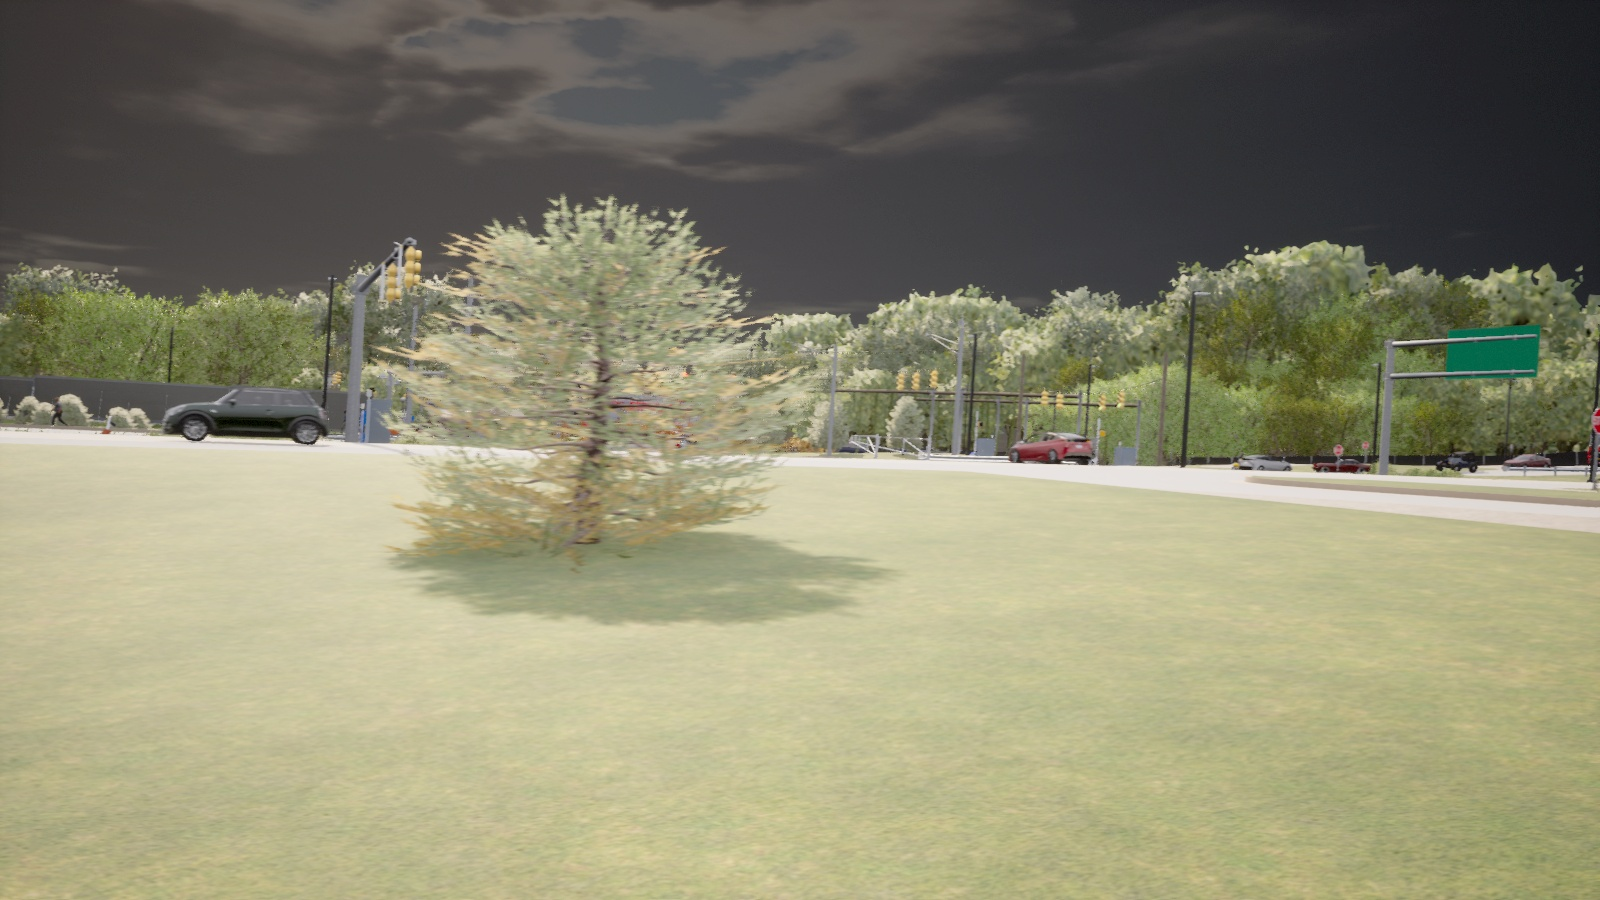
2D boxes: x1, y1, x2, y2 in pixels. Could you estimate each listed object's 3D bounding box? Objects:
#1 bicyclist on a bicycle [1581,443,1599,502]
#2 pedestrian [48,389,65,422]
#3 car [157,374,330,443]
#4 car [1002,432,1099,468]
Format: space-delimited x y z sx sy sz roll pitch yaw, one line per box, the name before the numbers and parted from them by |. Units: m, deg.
bicyclist on a bicycle | 22.505 0.651 34.457 0.866 1.612 1.509 3 0 -26
pedestrian | -43.590 -2.605 73.630 0.694 1.848 0.540 4 0 -26
car | -16.632 -1.221 37.631 4.553 1.767 2.097 2 1 -26
car | 11.425 0.016 57.563 2.007 1.525 4.514 2 -1 -25
